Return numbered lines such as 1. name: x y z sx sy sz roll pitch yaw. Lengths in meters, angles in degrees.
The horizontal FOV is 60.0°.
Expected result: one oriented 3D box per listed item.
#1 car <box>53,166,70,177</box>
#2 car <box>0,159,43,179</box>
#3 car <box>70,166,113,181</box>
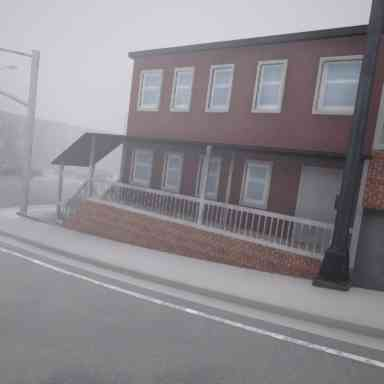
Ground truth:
1. car: -14.691 -2.661 42.182 2.033 1.411 5.357 11 6 35
2. car: -17.414 -2.135 32.489 2.033 1.411 5.357 11 6 37
3. car: -11.772 -2.171 40.296 1.837 1.490 4.892 11 6 35
